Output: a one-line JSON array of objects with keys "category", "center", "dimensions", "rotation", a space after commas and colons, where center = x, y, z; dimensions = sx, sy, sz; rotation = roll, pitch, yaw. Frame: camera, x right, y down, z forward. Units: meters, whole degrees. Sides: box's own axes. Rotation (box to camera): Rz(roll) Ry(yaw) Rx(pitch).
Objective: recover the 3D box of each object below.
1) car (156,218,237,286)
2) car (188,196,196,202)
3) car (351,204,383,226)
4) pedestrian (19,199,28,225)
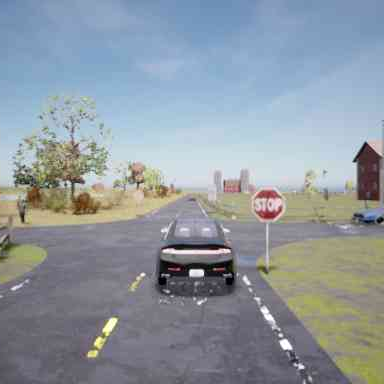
[{"category": "car", "center": [0.098, 1.487, 9.398], "dimensions": [2.128, 1.511, 4.902], "rotation": [0, 0, 0]}, {"category": "car", "center": [-0.016, 1.509, 75.457], "dimensions": [2.033, 1.411, 5.357], "rotation": [0, 0, 0]}, {"category": "car", "center": [12.962, 1.321, 20.740], "dimensions": [5.357, 1.411, 2.033], "rotation": [-1, 0, 2]}, {"category": "pedestrian", "center": [-12.163, 1.404, 23.920], "dimensions": [0.375, 1.860, 0.375], "rotation": [0, 1, 0]}]
